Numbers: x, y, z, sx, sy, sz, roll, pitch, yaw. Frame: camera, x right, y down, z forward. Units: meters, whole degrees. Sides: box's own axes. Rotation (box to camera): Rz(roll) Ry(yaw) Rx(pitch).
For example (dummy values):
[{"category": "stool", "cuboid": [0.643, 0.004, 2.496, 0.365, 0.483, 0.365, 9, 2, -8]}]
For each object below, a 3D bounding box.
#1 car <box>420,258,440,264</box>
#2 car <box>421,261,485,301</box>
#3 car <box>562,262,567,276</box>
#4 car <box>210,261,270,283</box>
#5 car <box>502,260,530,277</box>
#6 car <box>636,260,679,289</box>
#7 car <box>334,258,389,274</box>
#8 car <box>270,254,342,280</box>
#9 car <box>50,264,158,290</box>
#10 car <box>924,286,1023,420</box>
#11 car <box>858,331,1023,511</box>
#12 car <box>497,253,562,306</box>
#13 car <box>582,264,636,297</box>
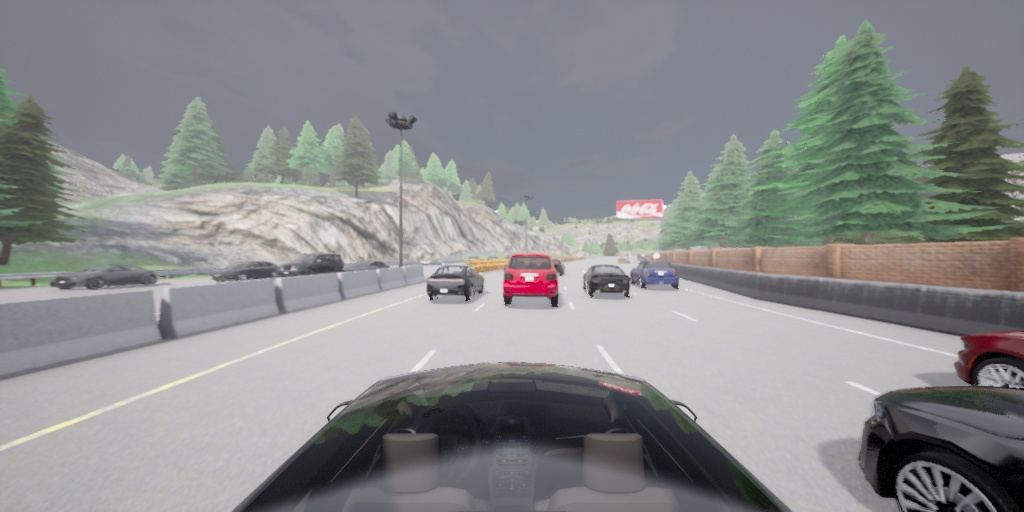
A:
[{"category": "car", "cuboid": [-13.880, 1.057, 61.717, 1.895, 1.301, 4.718, 0, 0, 18]}, {"category": "car", "cuboid": [-2.493, 1.170, 16.744, 2.128, 1.511, 4.902, 0, 0, 5]}, {"category": "car", "cuboid": [4.251, 1.120, 35.555, 1.837, 1.490, 4.892, 0, 0, 13]}, {"category": "car", "cuboid": [-19.139, 1.102, 26.099, 1.837, 1.490, 4.892, 0, 0, 9]}, {"category": "car", "cuboid": [0.442, 1.135, 34.637, 1.812, 1.442, 4.674, 0, 0, 12]}, {"category": "car", "cuboid": [8.870, 1.035, 22.692, 2.097, 1.767, 4.553, 0, 0, 8]}, {"category": "car", "cuboid": [-11.628, 1.111, 28.708, 1.837, 1.490, 4.892, 0, 0, 10]}, {"category": "car", "cuboid": [-15.360, 0.821, 27.813, 2.150, 2.045, 5.566, 0, 0, 9]}, {"category": "car", "cuboid": [-23.344, 1.172, 20.755, 1.994, 1.385, 4.181, 0, 0, 7]}, {"category": "car", "cuboid": [7.175, 1.241, 2.928, 1.882, 1.535, 5.008, 0, 0, 1]}, {"category": "car", "cuboid": [3.660, 1.254, 0.791, 2.128, 1.511, 4.902, 0, 0, 0]}, {"category": "car", "cuboid": [0.906, 0.914, 15.695, 2.150, 2.045, 5.566, 0, 0, 6]}, {"category": "car", "cuboid": [4.757, 1.167, 18.560, 1.882, 1.535, 5.008, 0, 0, 7]}]
